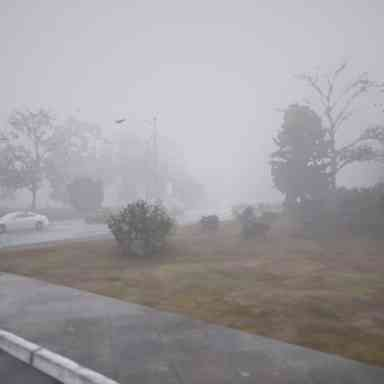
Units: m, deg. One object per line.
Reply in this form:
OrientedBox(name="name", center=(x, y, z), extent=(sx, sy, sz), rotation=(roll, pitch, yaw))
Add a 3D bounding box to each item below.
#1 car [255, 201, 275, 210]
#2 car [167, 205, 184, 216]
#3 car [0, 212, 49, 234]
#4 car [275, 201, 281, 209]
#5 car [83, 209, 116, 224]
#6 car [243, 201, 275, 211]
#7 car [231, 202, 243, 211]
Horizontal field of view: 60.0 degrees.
OrientedBox(name="car", center=(13.194, 2.349, 60.168), extent=(1.837, 1.490, 4.892), rotation=(-3, -2, 33))
OrientedBox(name="car", center=(-2.754, 2.373, 41.839), extent=(1.994, 1.385, 4.181), rotation=(-3, -2, 31))
OrientedBox(name="car", center=(-13.328, 2.272, 25.340), extent=(1.812, 1.442, 4.674), rotation=(-3, -2, 34))
OrientedBox(name="car", center=(15.541, 2.237, 57.360), extent=(2.033, 1.411, 5.357), rotation=(-3, -2, 32))
OrientedBox(name="car", center=(-8.384, 2.364, 32.932), extent=(1.895, 1.301, 4.718), rotation=(-3, -2, 33))
OrientedBox(name="car", center=(9.857, 2.143, 48.398), extent=(2.033, 1.411, 5.357), rotation=(-3, -2, 32))
OrientedBox(name="car", center=(7.759, 2.259, 51.640), extent=(1.837, 1.490, 4.892), rotation=(-3, -2, 32))
